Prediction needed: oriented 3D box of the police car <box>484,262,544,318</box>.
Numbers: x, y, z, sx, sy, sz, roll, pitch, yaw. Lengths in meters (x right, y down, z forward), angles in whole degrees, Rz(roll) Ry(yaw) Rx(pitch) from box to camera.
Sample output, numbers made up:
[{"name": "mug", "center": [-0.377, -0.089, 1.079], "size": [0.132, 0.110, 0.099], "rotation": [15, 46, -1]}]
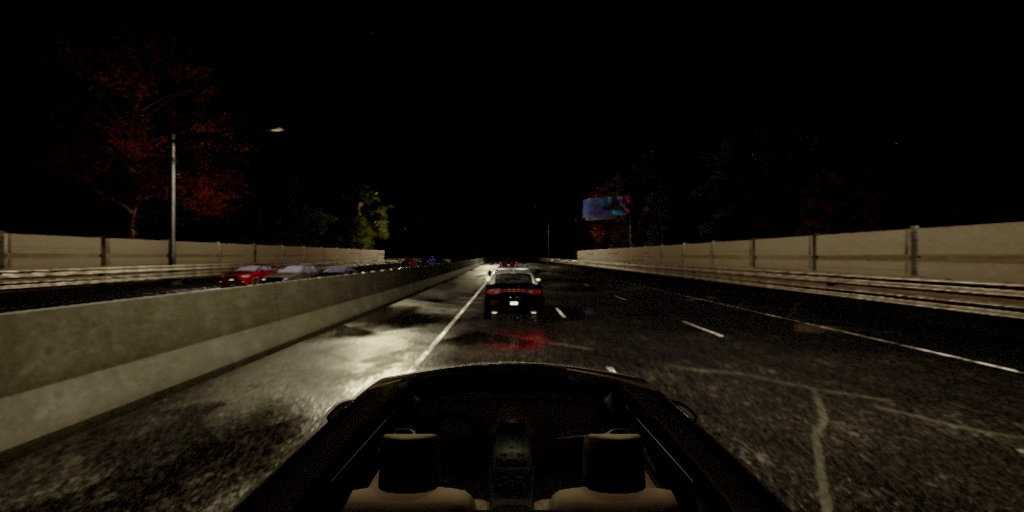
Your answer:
[{"name": "police car", "center": [0.045, 1.172, 13.046], "size": [1.930, 1.638, 5.238], "rotation": [0, 0, 0]}]

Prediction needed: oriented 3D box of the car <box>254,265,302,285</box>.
[{"name": "car", "center": [-14.266, 1.295, 24.054], "size": [2.033, 1.411, 5.357], "rotation": [0, 0, -1]}]

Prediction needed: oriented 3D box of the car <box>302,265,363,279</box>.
[{"name": "car", "center": [-10.745, 1.312, 22.322], "size": [1.994, 1.385, 4.181], "rotation": [0, 0, -1]}]

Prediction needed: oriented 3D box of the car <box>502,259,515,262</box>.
[{"name": "car", "center": [-0.423, 1.090, 42.872], "size": [2.097, 1.767, 4.553], "rotation": [0, 0, -1]}]

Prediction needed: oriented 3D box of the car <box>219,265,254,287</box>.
[{"name": "car", "center": [-17.776, 1.313, 24.684], "size": [1.994, 1.385, 4.181], "rotation": [0, 0, -1]}]

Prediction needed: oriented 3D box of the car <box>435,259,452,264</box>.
[{"name": "car", "center": [-11.660, 1.223, 63.352], "size": [2.128, 1.511, 4.902], "rotation": [0, 0, -1]}]
